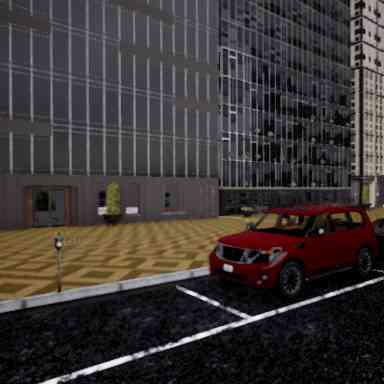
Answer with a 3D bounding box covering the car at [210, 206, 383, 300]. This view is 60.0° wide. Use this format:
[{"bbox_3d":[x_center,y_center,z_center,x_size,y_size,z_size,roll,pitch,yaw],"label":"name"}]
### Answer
[{"bbox_3d":[2.826,1.307,8.582,5.009,1.841,2.192,0,0,-36],"label":"car"}]
